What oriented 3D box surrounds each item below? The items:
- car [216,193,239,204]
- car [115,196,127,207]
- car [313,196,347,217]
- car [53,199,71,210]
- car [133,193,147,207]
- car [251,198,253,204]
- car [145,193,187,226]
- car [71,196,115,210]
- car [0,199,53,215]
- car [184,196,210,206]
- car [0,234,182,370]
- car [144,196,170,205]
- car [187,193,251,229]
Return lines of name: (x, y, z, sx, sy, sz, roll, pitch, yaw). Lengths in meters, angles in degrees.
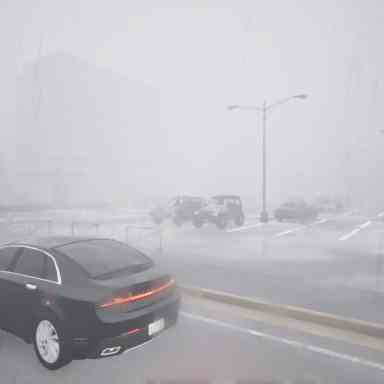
car: (6.884, 1.222, 64.255, 2.150, 2.045, 5.566, 0, 0, 34)
car: (-11.805, 1.352, 49.417, 2.097, 1.767, 4.553, 0, 0, 34)
car: (13.778, 1.395, 33.149, 1.970, 1.475, 3.806, 0, 0, 34)
car: (-17.143, 1.547, 41.500, 2.033, 1.411, 5.357, 0, 0, 34)
car: (-6.582, 1.221, 50.867, 2.150, 2.045, 5.566, 0, 0, 34)
car: (9.875, 1.505, 62.459, 1.837, 1.490, 4.892, 0, 0, 34)
car: (-0.635, 1.153, 21.887, 1.932, 1.855, 4.605, 0, 0, 34)
car: (-12.470, 1.526, 42.157, 1.812, 1.442, 4.674, 0, 0, 34)
car: (-17.472, 1.601, 34.747, 1.895, 1.301, 4.718, 0, 0, 34)
car: (0.886, 1.478, 55.380, 1.882, 1.535, 5.008, 0, 0, 34)
car: (-2.435, 1.505, 5.739, 4.892, 1.490, 1.837, 0, 0, 36)
car: (-6.024, 1.526, 57.926, 1.812, 1.442, 4.674, 0, 0, 35)
car: (1.729, 1.156, 20.217, 1.905, 1.878, 3.866, 0, 0, 34)
